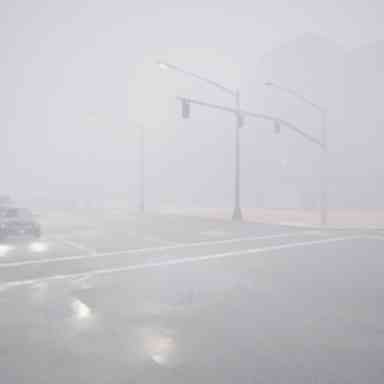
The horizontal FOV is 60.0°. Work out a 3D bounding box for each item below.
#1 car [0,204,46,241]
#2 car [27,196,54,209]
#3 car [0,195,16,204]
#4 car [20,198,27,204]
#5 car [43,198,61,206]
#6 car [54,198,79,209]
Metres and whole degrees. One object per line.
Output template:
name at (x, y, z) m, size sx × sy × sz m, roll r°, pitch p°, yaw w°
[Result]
car at (-9.076, 1.538, 17.027) m, size 1.812 × 1.442 × 4.674 m, roll 0°, pitch 0°, yaw -35°
car at (-21.220, 1.403, 46.730) m, size 2.097 × 1.767 × 4.553 m, roll 0°, pitch 0°, yaw -35°
car at (-14.663, 1.235, 24.954) m, size 2.150 × 2.045 × 5.566 m, roll 0°, pitch 0°, yaw -35°
car at (-27.064, 1.653, 55.007) m, size 1.895 × 1.301 × 4.718 m, roll 0°, pitch 0°, yaw -35°
car at (-23.784, 1.669, 56.383) m, size 1.895 × 1.301 × 4.718 m, roll 0°, pitch 0°, yaw -35°
car at (-17.834, 1.559, 48.003) m, size 2.128 × 1.511 × 4.902 m, roll 0°, pitch 0°, yaw -35°
